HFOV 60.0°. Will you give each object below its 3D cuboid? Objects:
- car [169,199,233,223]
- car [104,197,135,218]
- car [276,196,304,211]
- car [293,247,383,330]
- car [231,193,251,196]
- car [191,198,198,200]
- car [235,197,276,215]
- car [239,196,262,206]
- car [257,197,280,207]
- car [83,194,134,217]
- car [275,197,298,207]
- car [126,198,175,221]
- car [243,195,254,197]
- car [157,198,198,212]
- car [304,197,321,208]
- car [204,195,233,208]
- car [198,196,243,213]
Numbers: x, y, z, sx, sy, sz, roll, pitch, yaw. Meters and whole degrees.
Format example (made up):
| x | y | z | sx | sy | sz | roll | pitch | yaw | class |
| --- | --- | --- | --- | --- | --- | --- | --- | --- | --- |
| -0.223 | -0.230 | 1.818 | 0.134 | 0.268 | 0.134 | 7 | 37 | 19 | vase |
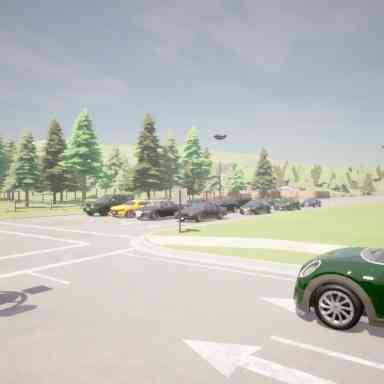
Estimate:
| x | y | z | sx | sy | sz | roll | pitch | yaw | class |
| --- | --- | --- | --- | --- | --- | --- | --- | --- | --- |
| 0.852 | 1.548 | 26.273 | 2.033 | 1.411 | 5.357 | 0 | 0 | 36 | car |
| -5.085 | 1.477 | 30.012 | 1.882 | 1.535 | 5.008 | 0 | 0 | 36 | car |
| 11.812 | 1.352 | 41.210 | 2.097 | 1.767 | 4.553 | 0 | 0 | 36 | car |
| 4.059 | 1.352 | 5.394 | 4.553 | 1.767 | 2.097 | 0 | 0 | 35 | car |
| 6.426 | 1.221 | 45.706 | 2.150 | 2.045 | 5.566 | 0 | 0 | 36 | car |
| 0.596 | 1.505 | 37.759 | 1.837 | 1.490 | 4.892 | 0 | 0 | 36 | car |
| 6.585 | 1.526 | 34.072 | 1.812 | 1.442 | 4.674 | 0 | 0 | 36 | car |
| 9.986 | 1.478 | 56.417 | 1.882 | 1.535 | 5.008 | 0 | 0 | 37 | car |
| 12.398 | 1.564 | 53.796 | 1.994 | 1.385 | 4.181 | 0 | 0 | 37 | car |
| -7.771 | 1.223 | 32.269 | 2.150 | 2.045 | 5.566 | 0 | 0 | 36 | car |
| 14.549 | 1.526 | 50.824 | 1.812 | 1.442 | 4.674 | 0 | 0 | 37 | car |
| -2.662 | 1.492 | 27.401 | 2.128 | 1.511 | 4.902 | 0 | 0 | 36 | car |
| 8.657 | 1.491 | 42.830 | 2.128 | 1.511 | 4.902 | 0 | 0 | 36 | car |
| -1.687 | 1.547 | 40.564 | 2.033 | 1.411 | 5.357 | 0 | 0 | 36 | car |
| 17.724 | 1.526 | 49.228 | 1.812 | 1.442 | 4.674 | 0 | 0 | 37 | car |
| 3.948 | 1.352 | 48.240 | 2.097 | 1.767 | 4.553 | 0 | 0 | 36 | car |
| 3.076 | 1.478 | 35.225 | 1.882 | 1.535 | 5.008 | 0 | 0 | 36 | car |
